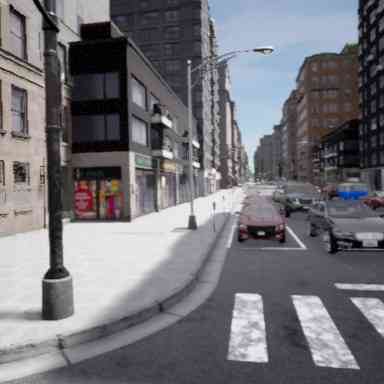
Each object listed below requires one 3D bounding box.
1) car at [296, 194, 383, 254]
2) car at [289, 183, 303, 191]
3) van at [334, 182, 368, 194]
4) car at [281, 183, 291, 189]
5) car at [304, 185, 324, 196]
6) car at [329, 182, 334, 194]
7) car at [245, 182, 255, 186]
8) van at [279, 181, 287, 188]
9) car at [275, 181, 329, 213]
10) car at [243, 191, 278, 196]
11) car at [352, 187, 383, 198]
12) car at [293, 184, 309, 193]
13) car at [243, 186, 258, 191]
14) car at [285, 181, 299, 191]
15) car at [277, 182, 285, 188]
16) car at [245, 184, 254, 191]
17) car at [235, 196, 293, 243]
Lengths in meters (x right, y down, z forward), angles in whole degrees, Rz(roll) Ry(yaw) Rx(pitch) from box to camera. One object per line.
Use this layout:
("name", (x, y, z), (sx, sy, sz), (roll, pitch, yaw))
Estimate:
("car", (5.179, 1.038, 11.400), (2.128, 1.511, 4.902), (-1, 2, 9))
("car", (19.493, -0.898, 62.530), (1.752, 1.417, 4.829), (0, 2, 9))
("van", (13.897, 0.130, 28.796), (1.690, 1.788, 3.998), (0, 2, 9))
("car", (22.276, -1.502, 79.310), (1.752, 1.417, 4.829), (0, 2, 9))
("car", (16.683, -0.233, 45.584), (1.802, 1.307, 4.206), (0, 2, 9))
("car", (14.824, -0.098, 34.388), (2.192, 1.841, 5.009), (0, 2, 9))
("car", (8.273, -0.236, 46.985), (1.967, 1.590, 4.097), (0, 2, 9))
("van", (23.174, -1.882, 84.730), (1.690, 1.788, 3.998), (0, 2, 9))
("car", (6.773, 0.414, 21.176), (2.150, 2.045, 5.566), (-1, 2, 10))
("car", (3.636, 0.876, 19.024), (1.887, 1.381, 4.507), (0, 2, 9))
("car", (12.972, 0.573, 23.211), (1.802, 1.307, 4.206), (0, 2, 9))
("car", (18.538, -0.651, 56.770), (1.947, 1.339, 4.313), (0, 2, 9))
("car", (6.420, 0.308, 35.804), (1.802, 1.307, 4.206), (0, 2, 9))
("car", (20.390, -1.303, 67.949), (2.192, 1.841, 5.009), (0, 2, 9))
("car", (24.131, -1.906, 90.497), (1.752, 1.417, 4.829), (0, 2, 9))
("car", (11.985, -0.914, 69.361), (1.947, 1.339, 4.313), (0, 2, 9))
("car", (2.709, 1.079, 13.431), (1.887, 1.381, 4.507), (0, 2, 9))
